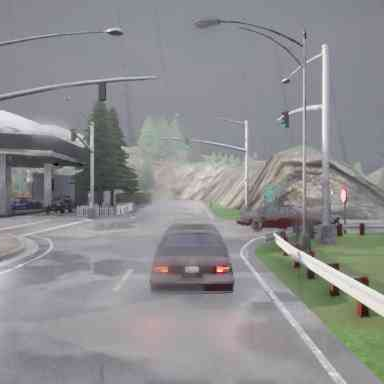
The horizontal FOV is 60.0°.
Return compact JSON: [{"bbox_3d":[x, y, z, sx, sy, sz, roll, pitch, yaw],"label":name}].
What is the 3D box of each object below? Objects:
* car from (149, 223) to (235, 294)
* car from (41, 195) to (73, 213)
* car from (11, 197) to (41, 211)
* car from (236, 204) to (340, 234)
[{"bbox_3d":[0.003,1.547,8.940,2.033,1.411,5.357,0,0,0],"label":"car"},{"bbox_3d":[-14.519,1.313,36.524,1.905,1.878,3.866,0,0,-1],"label":"car"},{"bbox_3d":[-20.224,1.480,40.803,2.242,1.667,4.611,0,0,-1],"label":"car"},{"bbox_3d":[5.111,1.383,18.060,5.357,1.411,2.033,-1,0,34],"label":"car"}]
